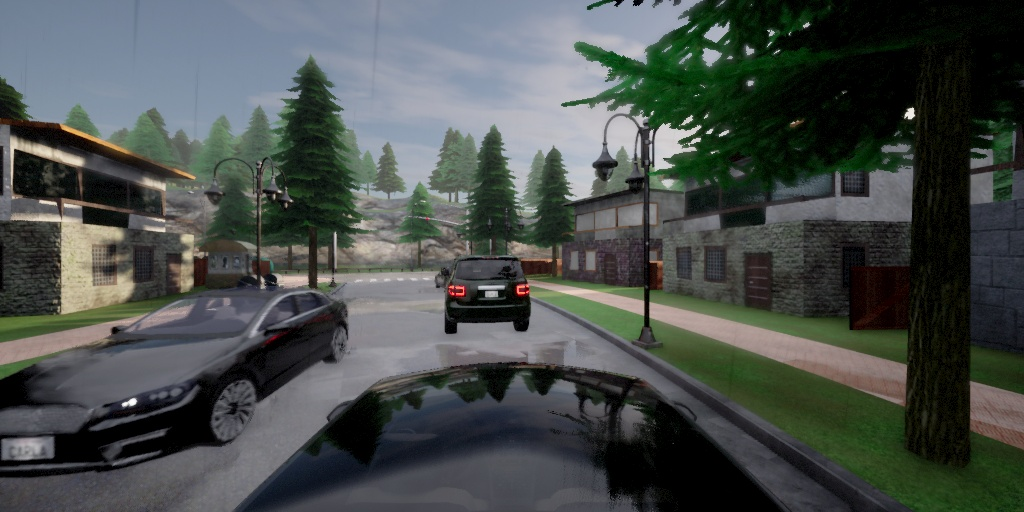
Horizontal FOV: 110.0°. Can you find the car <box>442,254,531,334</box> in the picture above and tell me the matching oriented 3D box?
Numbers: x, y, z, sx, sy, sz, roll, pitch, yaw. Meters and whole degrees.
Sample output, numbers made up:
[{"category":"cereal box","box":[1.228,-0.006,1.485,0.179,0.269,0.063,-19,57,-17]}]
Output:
[{"category":"car","box":[-0.937,0.971,10.895,2.150,2.045,5.566,0,0,-10]}]

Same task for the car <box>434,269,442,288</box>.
[{"category":"car","box":[-3.324,1.297,21.098,2.033,1.411,5.357,0,0,-21]}]

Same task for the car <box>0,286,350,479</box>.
[{"category":"car","box":[-3.992,1.241,5.239,2.128,1.511,4.902,0,0,-5]}]
